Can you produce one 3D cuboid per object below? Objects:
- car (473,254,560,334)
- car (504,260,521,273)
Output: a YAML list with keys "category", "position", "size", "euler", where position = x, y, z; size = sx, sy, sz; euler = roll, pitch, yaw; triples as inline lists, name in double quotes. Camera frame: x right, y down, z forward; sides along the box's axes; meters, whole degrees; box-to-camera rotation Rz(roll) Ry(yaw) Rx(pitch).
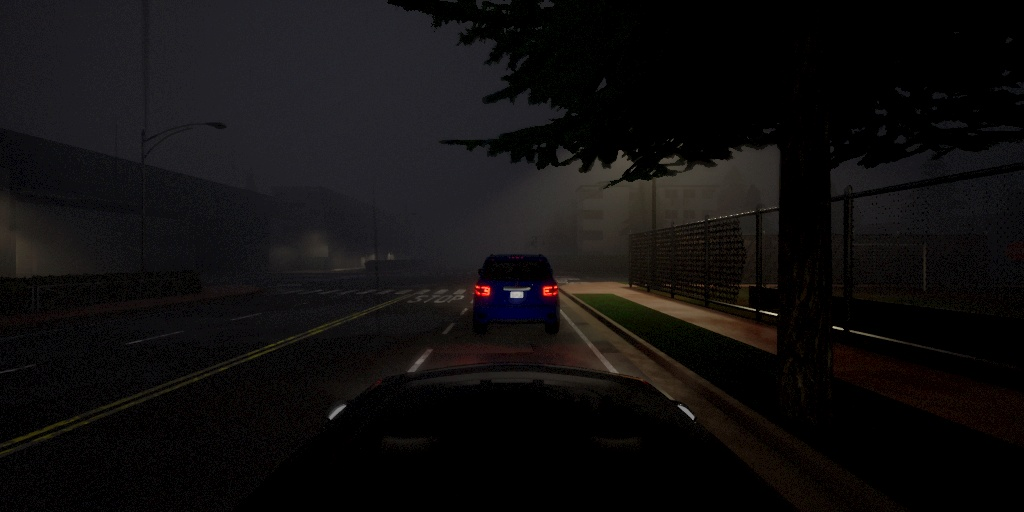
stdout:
- category: "car"
  position: [0.116, 0.972, 10.798]
  size: [2.150, 2.045, 5.566]
  euler: [0, 0, 0]
- category: "car"
  position: [0.027, 1.242, 45.664]
  size: [2.128, 1.511, 4.902]
  euler: [0, 0, 0]
